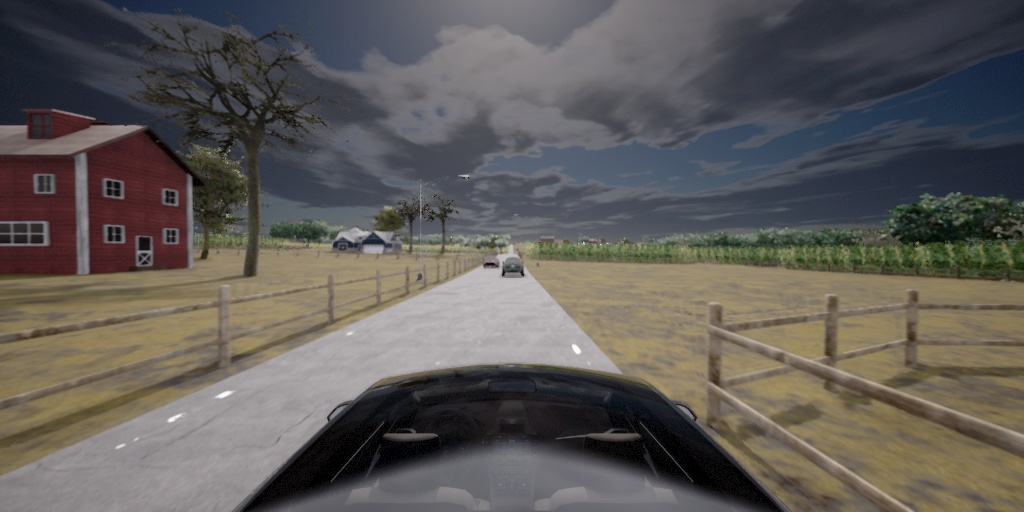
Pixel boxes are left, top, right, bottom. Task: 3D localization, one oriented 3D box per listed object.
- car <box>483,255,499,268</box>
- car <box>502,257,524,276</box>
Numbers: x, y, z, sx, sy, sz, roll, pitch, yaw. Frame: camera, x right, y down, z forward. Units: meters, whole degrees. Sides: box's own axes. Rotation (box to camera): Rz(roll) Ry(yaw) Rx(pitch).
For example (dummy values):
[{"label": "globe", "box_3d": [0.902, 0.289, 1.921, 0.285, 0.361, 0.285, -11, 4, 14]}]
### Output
[{"label": "car", "box_3d": [-2.832, 0.711, 49.119, 2.097, 1.767, 4.553, 0, 1, 0]}, {"label": "car", "box_3d": [0.090, 0.920, 35.016, 2.097, 1.767, 4.553, 0, 0, 0]}]
